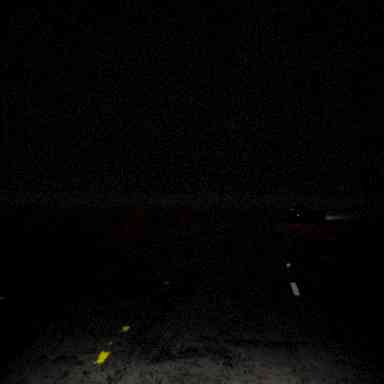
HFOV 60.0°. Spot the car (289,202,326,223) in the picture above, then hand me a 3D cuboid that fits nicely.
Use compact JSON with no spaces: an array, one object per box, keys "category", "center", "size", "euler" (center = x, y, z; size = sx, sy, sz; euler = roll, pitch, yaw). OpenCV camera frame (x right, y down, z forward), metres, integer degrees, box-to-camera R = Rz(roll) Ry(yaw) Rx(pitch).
[{"category":"car","center":[9.516,1.612,27.177],"size":[2.128,1.511,4.902],"euler":[2,0,37]}]
